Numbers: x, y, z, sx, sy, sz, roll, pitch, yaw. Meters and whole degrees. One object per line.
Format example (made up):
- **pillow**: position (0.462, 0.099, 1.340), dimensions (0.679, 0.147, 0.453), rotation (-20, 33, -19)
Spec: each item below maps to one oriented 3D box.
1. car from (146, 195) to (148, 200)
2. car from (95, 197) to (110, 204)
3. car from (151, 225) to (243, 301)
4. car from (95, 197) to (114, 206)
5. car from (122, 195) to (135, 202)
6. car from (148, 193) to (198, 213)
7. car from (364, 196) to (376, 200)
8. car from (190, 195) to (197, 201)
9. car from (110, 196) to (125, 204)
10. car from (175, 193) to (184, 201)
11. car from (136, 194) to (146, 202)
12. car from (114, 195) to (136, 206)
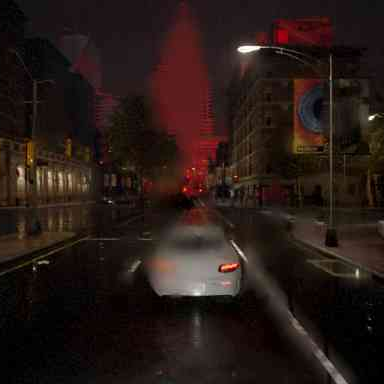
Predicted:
- **car**: position (-11.163, 1.355, 76.815), dimensions (2.097, 1.767, 4.553), rotation (0, 0, 0)
- **car**: position (-17.956, 1.595, 66.929), dimensions (1.895, 1.301, 4.718), rotation (0, 0, 0)
- **car**: position (0.112, 1.526, 8.182), dimensions (1.812, 1.442, 4.674), rotation (0, 0, 1)
- **car**: position (-14.834, 1.547, 56.846), dimensions (2.033, 1.411, 5.357), rotation (0, 0, 0)
- **car**: position (-14.663, 1.478, 76.799), dimensions (1.882, 1.535, 5.008), rotation (0, 0, 0)
- **car**: position (-2.028, 1.221, 38.101), dimensions (2.150, 2.045, 5.566), rotation (1, 1, 36)
- **car**: position (34.744, 1.481, 68.090), dimensions (2.231, 1.521, 4.892), rotation (0, 0, 0)
- **car**: position (0.380, 1.493, 86.462), dimensions (1.837, 1.490, 4.892), rotation (0, 0, 0)
- **car**: position (-14.725, 1.505, 66.385), dimensions (1.837, 1.490, 4.892), rotation (0, 0, 1)
- **car**: position (-3.119, 1.218, 86.508), dimensions (2.150, 2.045, 5.566), rotation (0, 0, 0)
- **car**: position (-11.227, 1.547, 66.595), dimensions (2.033, 1.411, 5.357), rotation (0, 0, 1)
- **car**: position (-11.336, 1.478, 56.782), dimensions (1.882, 1.535, 5.008), rotation (0, 0, 0)
